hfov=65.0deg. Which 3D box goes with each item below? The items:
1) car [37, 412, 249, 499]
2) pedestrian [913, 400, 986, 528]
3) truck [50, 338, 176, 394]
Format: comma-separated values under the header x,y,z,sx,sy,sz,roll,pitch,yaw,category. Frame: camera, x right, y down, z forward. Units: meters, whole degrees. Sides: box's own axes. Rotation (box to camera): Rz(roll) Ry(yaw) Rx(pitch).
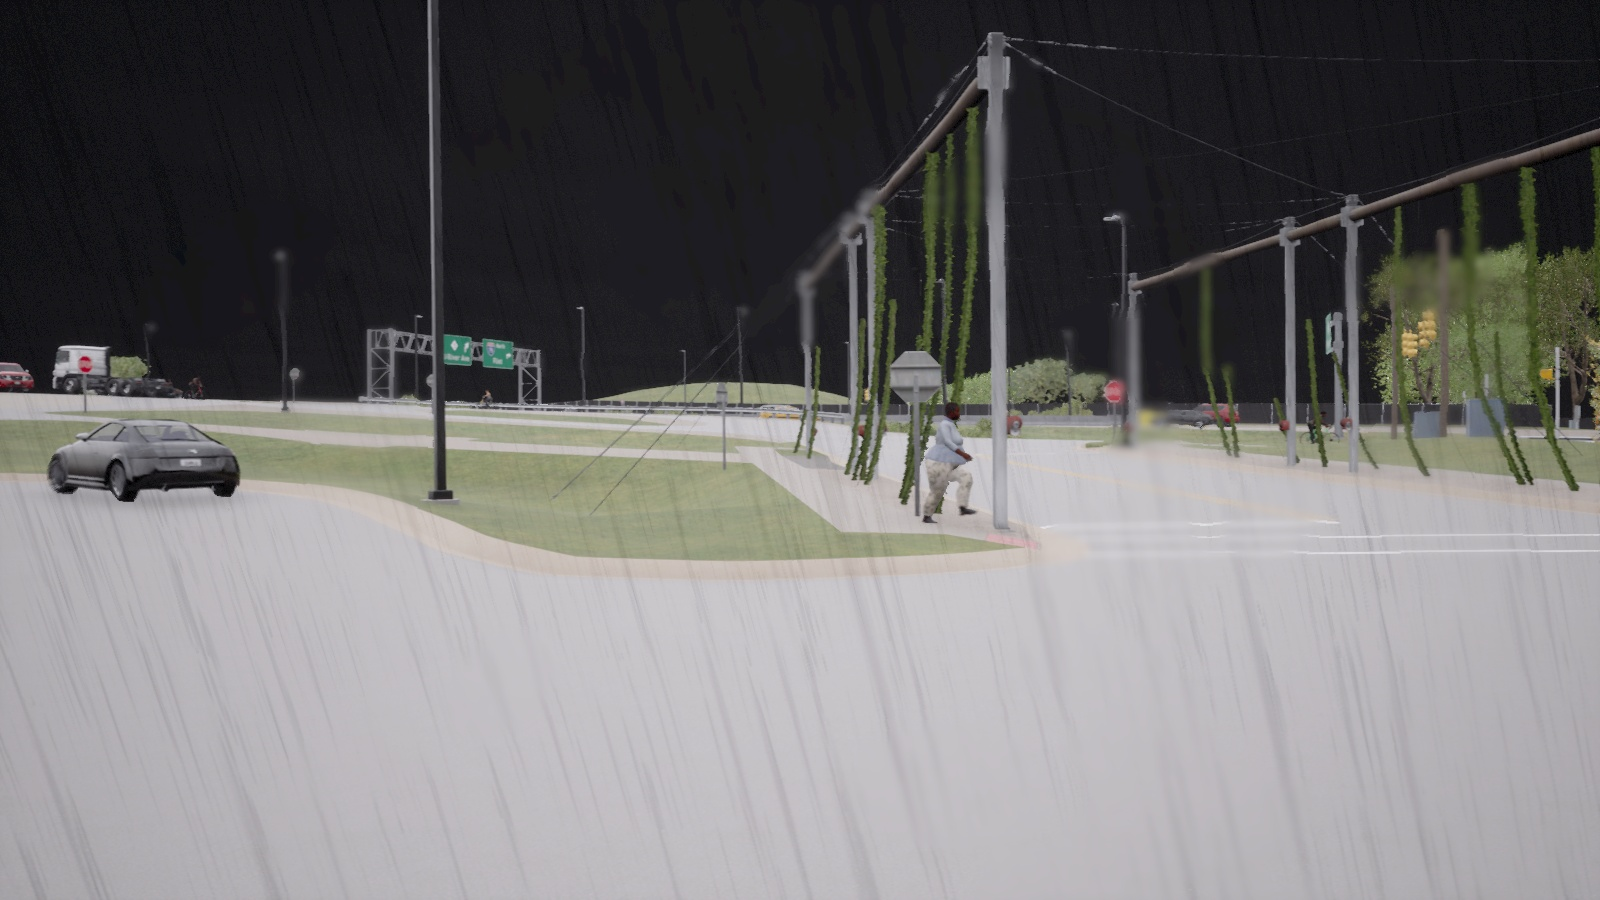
x,y,z,sx,sy,sz,roll,pitch,yaw,category
-11.902,0.042,22.664,4.181,1.385,1.994,2,2,41,car
2.225,0.197,18.644,0.900,1.855,0.874,0,1,19,pedestrian
-46.970,-5.737,85.805,7.936,3.462,2.891,3,2,19,truck
